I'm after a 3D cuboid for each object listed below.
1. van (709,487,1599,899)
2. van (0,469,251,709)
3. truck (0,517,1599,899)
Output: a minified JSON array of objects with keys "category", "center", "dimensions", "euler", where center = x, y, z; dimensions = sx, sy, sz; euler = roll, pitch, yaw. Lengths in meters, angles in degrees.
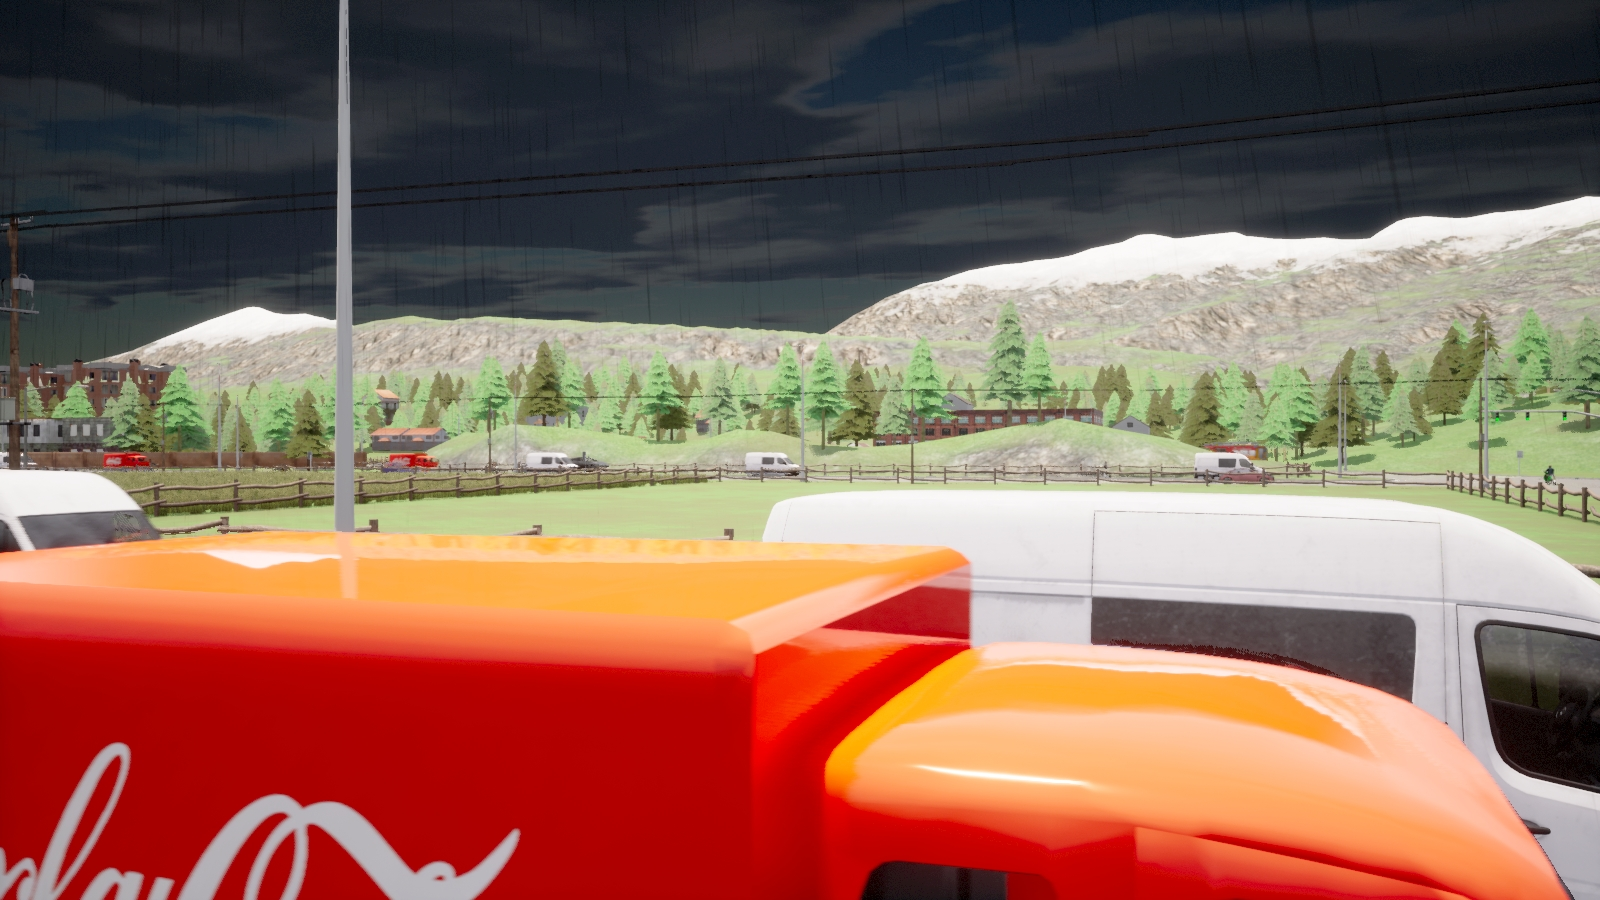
[{"category":"van","center":[2.633,1.535,6.060],"dimensions":[5.915,2.561,1.988],"euler":[0,0,20]},{"category":"van","center":[-9.989,1.544,14.378],"dimensions":[5.915,2.561,1.988],"euler":[0,0,20]},{"category":"truck","center":[-0.467,1.569,3.574],"dimensions":[5.204,2.467,2.627],"euler":[0,0,21]}]
